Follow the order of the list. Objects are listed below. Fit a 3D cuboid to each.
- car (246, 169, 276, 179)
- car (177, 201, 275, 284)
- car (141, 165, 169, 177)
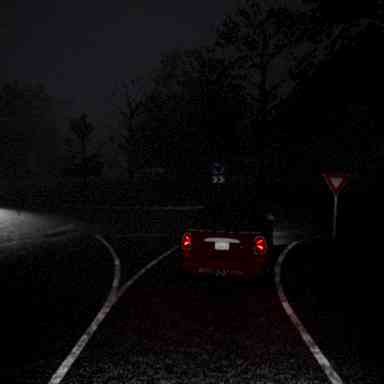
[{"bbox_3d":[10.721,-2.833,52.165,4.902,1.511,2.128,5,7,41],"label":"car"},{"bbox_3d":[1.139,1.009,9.058,2.097,1.767,4.553,1,4,14],"label":"car"},{"bbox_3d":[-6.718,-3.890,60.413,5.566,2.045,2.150,4,7,36],"label":"car"}]
